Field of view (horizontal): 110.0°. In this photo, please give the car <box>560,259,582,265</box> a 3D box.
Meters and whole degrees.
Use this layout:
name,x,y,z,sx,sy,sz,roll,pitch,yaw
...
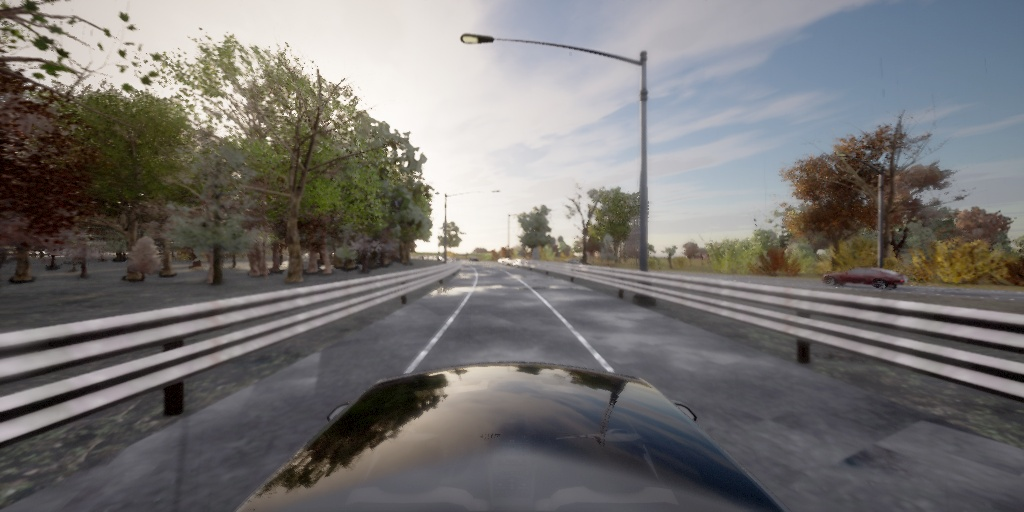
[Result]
name,x,y,z,sx,sy,sz,roll,pitch,yaw
car,9.950,1.318,61.160,2.128,1.511,4.902,0,0,-25

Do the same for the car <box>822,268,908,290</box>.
name,x,y,z,sx,sy,sz,roll,pitch,yaw
car,26.196,1.587,26.808,1.812,1.442,4.674,0,0,-26
